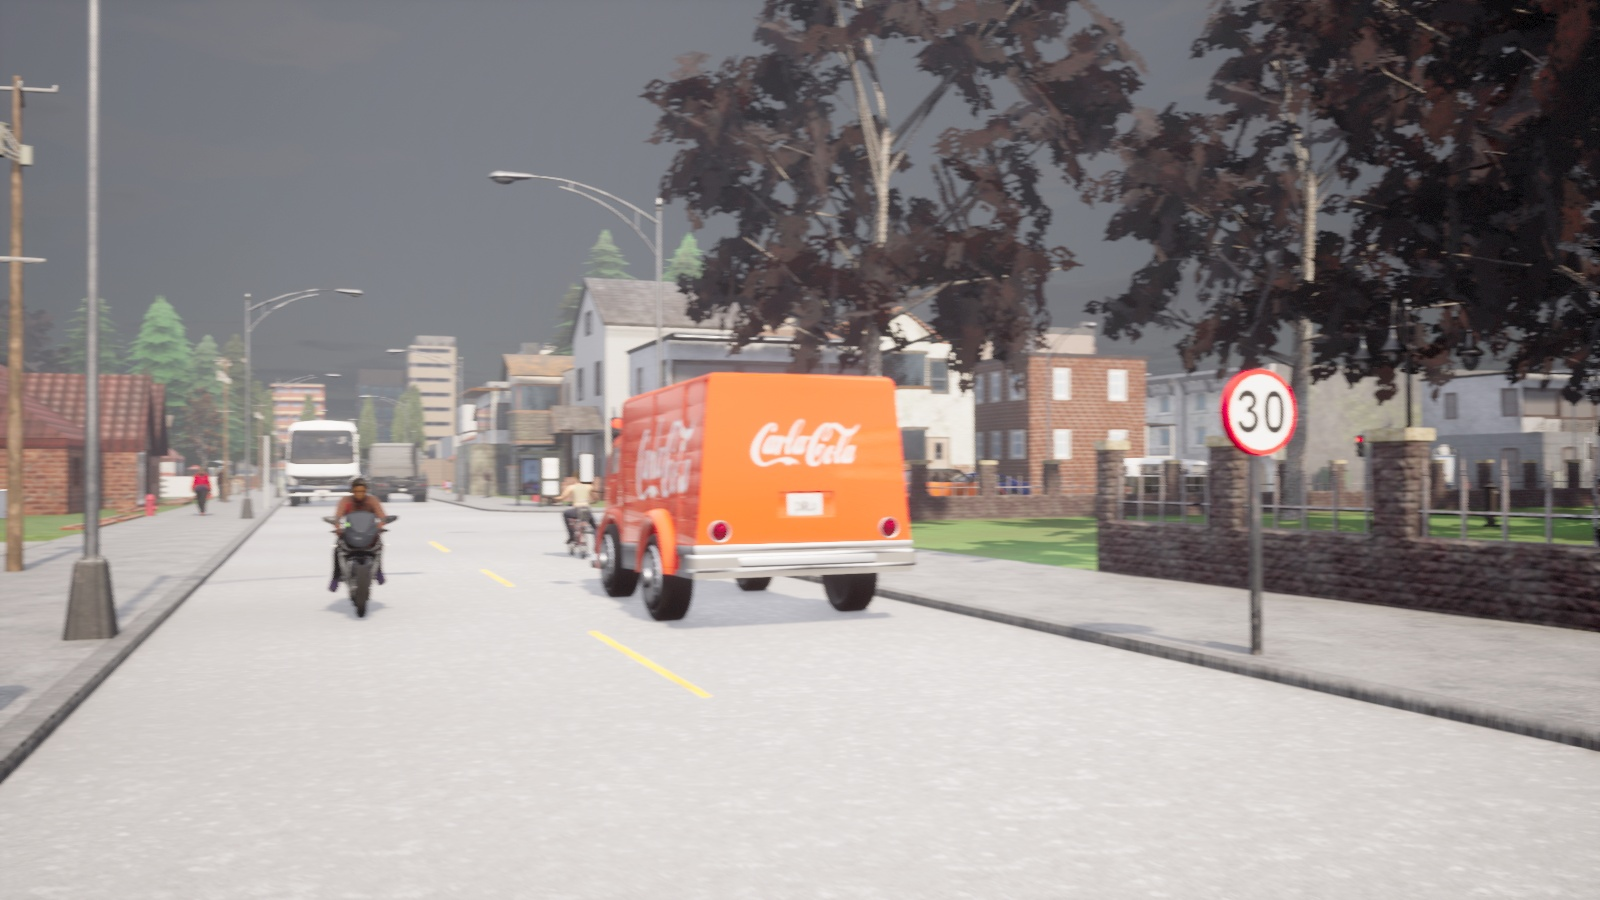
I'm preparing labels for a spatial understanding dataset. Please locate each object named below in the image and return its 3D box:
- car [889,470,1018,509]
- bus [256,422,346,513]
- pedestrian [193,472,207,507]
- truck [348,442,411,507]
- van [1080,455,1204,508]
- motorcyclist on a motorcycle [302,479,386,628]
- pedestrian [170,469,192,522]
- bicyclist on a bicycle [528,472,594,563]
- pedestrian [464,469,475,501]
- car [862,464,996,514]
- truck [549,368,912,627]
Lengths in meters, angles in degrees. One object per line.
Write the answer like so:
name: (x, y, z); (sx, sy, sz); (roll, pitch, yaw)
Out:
car: (6.375, 1.618, 52.066); (5.008, 1.535, 1.882); (0, -1, -22)
bus: (-25.324, 0.896, 64.132); (3.944, 4.253, 10.273); (0, -1, -20)
pedestrian: (-32.179, 2.130, 67.382); (0.634, 1.844, 0.899); (0, -1, -23)
truck: (-23.937, 1.397, 71.278); (2.891, 3.462, 7.936); (0, -1, -22)
van: (13.797, 1.241, 50.673); (4.480, 2.038, 2.069); (0, -1, -24)
motorcyclist on a motorcycle: (-5.146, 1.115, 14.092); (0.797, 1.523, 2.044); (0, -2, -22)
pedestrian: (-21.830, 1.588, 44.323); (0.634, 1.844, 0.899); (0, -1, -22)
bicyclist on a bicycle: (-4.416, 1.214, 23.096); (0.866, 1.612, 1.509); (0, -1, -24)
pedestrian: (-19.441, 2.072, 73.763); (0.376, 1.854, 0.720); (0, -1, -36)
car: (4.833, 1.432, 47.020); (4.553, 1.767, 2.097); (0, -1, -25)
truck: (-1.102, 0.578, 14.883); (2.627, 2.467, 5.204); (0, -3, -23)
